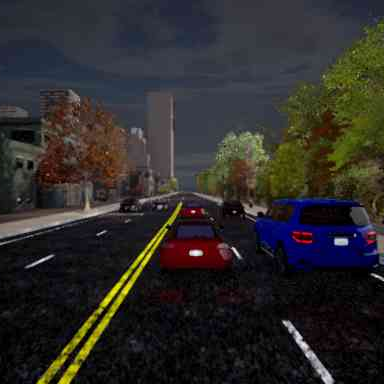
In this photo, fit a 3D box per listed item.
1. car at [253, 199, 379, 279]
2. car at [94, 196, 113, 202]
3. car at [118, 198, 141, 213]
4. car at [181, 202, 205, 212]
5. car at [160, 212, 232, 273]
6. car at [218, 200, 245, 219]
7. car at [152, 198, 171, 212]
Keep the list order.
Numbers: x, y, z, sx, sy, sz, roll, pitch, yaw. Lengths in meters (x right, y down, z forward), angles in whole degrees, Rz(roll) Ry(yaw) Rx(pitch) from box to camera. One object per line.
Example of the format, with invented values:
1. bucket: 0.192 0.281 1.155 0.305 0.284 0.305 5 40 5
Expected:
1. car: 3.350 1.203 10.141 2.150 2.045 5.566 0 0 0
2. car: -20.688 1.680 77.970 4.313 1.339 1.947 -1 1 -1
3. car: -6.653 1.439 35.963 1.837 1.490 4.892 0 0 -1
4. car: 0.096 1.512 27.779 1.994 1.385 4.181 0 0 0
5. car: 0.101 1.544 10.592 1.994 1.385 4.181 0 0 0
6. car: 3.343 1.424 28.664 1.882 1.535 5.008 0 0 0
7. car: -3.421 1.423 37.587 2.128 1.511 4.902 0 0 -1
